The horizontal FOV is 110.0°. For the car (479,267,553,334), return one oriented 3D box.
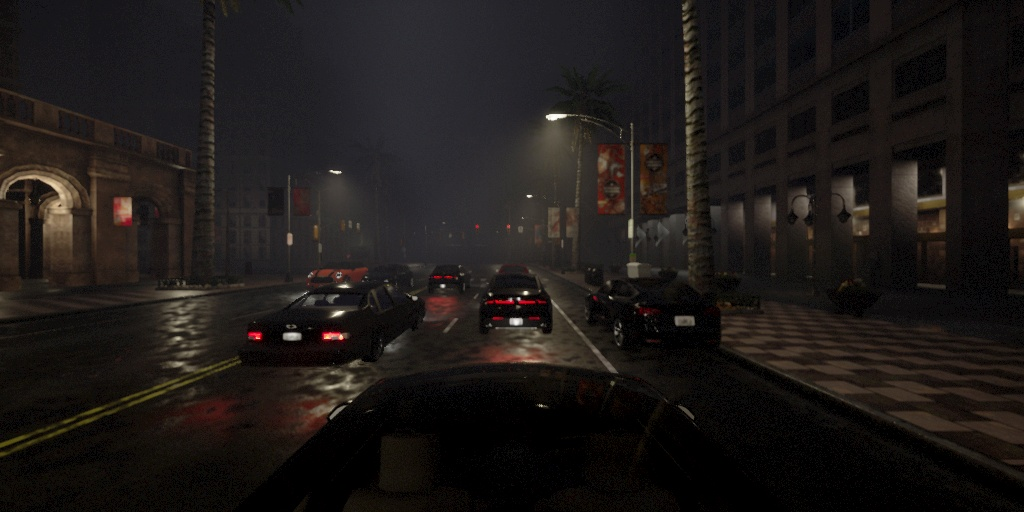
[{"bbox_3d":[0.089,1.236,10.556,1.837,1.490,4.892,0,0,0],"label":"car"}]

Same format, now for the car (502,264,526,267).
[{"bbox_3d":[0.092,1.192,20.005,1.882,1.535,5.008,0,0,0],"label":"car"}]

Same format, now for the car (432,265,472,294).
[{"bbox_3d":[-3.403,1.219,20.060,1.837,1.490,4.892,0,0,0],"label":"car"}]

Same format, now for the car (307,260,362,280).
[{"bbox_3d":[-10.519,1.061,22.037,2.097,1.767,4.553,0,0,0],"label":"car"}]

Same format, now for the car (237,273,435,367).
[{"bbox_3d":[-3.400,1.285,8.055,2.033,1.411,5.357,0,0,0],"label":"car"}]

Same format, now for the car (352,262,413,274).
[{"bbox_3d":[-7.034,1.220,20.625,1.837,1.490,4.892,0,0,1],"label":"car"}]
